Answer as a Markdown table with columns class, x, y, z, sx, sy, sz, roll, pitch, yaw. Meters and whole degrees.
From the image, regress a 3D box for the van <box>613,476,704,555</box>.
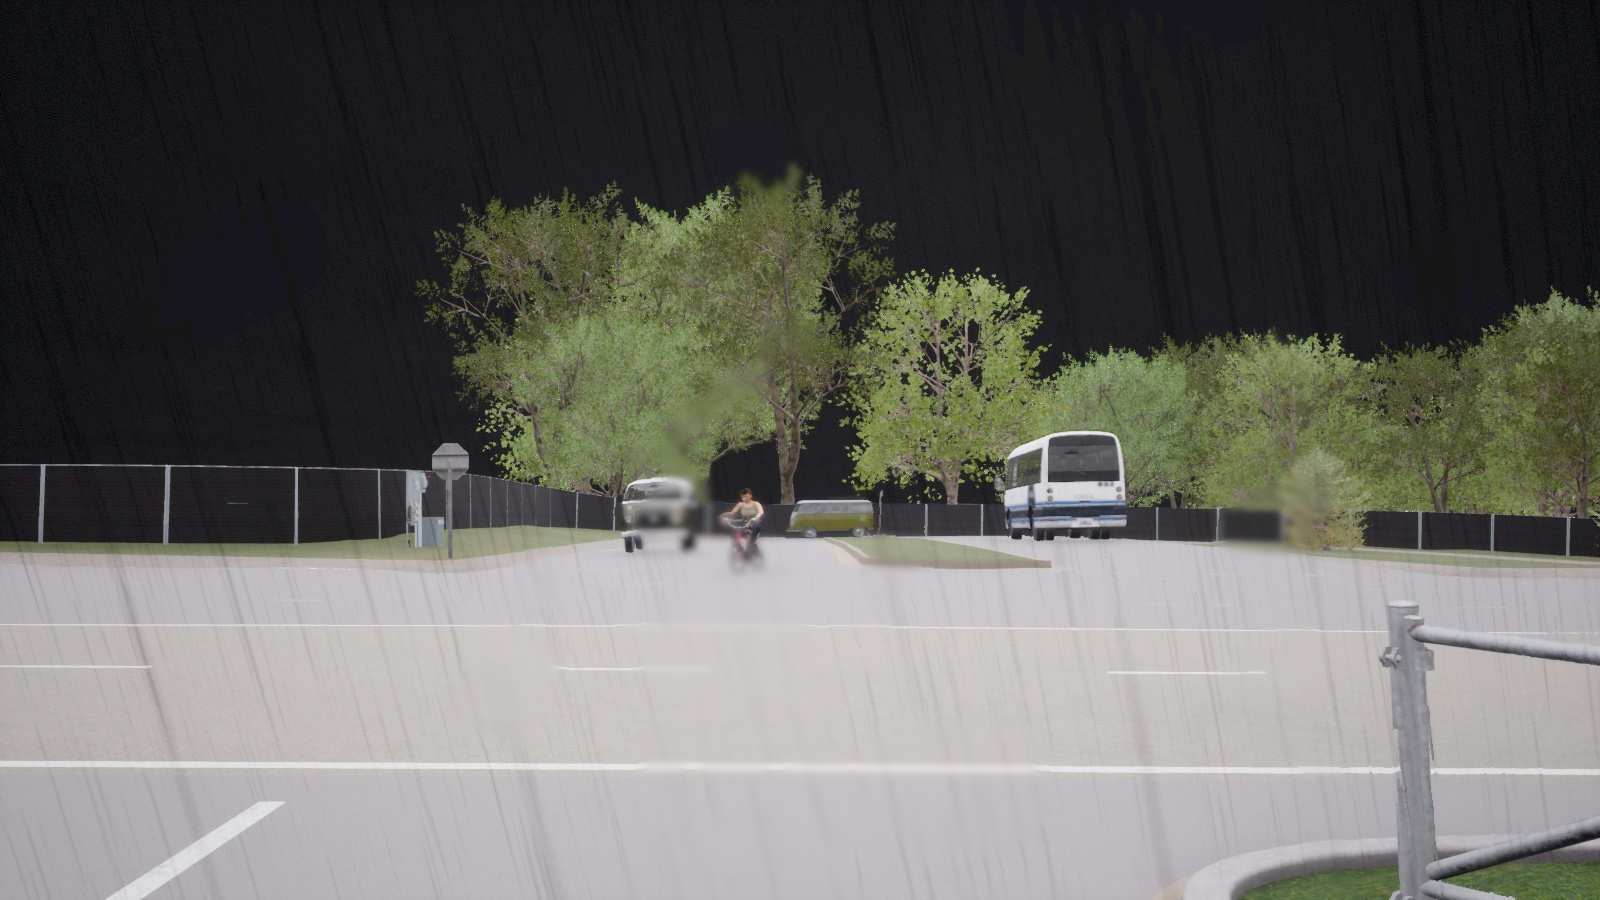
| class | x | y | z | sx | sy | sz | roll | pitch | yaw |
| --- | --- | --- | --- | --- | --- | --- | --- | --- | --- |
| van | -3.861 | 1.851 | 35.074 | 2.069 | 2.038 | 4.480 | -1 | -4 | -1 |

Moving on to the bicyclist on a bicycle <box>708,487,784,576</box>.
| class | x | y | z | sx | sy | sz | roll | pitch | yaw |
| --- | --- | --- | --- | --- | --- | --- | --- | --- | --- |
| bicyclist on a bicycle | -1.003 | 1.535 | 23.899 | 0.866 | 1.612 | 1.509 | -4 | -3 | 20 |

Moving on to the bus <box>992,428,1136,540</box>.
| class | x | y | z | sx | sy | sz | roll | pitch | yaw |
| --- | --- | --- | --- | --- | --- | --- | --- | --- | --- |
| bus | 11.009 | 1.640 | 53.795 | 3.944 | 4.253 | 10.273 | -2 | -4 | 0 |

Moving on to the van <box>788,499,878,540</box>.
| class | x | y | z | sx | sy | sz | roll | pitch | yaw |
| --- | --- | --- | --- | --- | --- | --- | --- | --- | --- |
| van | 1.666 | 3.570 | 64.882 | 4.442 | 1.987 | 1.775 | -1 | -3 | -5 |
